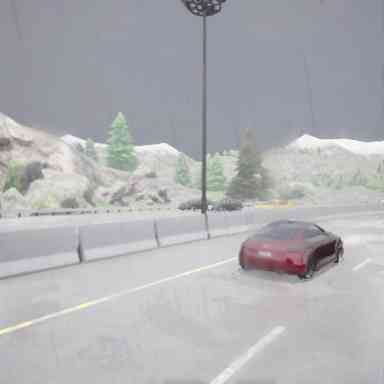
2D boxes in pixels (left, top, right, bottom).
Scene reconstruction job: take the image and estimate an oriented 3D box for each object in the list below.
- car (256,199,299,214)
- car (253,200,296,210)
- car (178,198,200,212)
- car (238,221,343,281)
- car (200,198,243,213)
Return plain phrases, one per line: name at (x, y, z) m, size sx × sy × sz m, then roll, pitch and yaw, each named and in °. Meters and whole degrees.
car at (9.726, 1.574, 37.607) m, size 5.357 × 1.411 × 2.033 m, roll 0°, pitch 0°, yaw -41°
car at (7.642, 1.497, 30.890) m, size 5.008 × 1.535 × 1.882 m, roll 0°, pitch 0°, yaw -44°
car at (0.558, 1.491, 38.621) m, size 4.892 × 1.490 × 1.837 m, roll 0°, pitch 0°, yaw -43°
car at (3.137, 1.572, 10.147) m, size 1.994 × 1.385 × 4.181 m, roll 0°, pitch 0°, yaw 38°
car at (3.640, 1.492, 36.730) m, size 4.902 × 1.511 × 2.128 m, roll 0°, pitch 0°, yaw -43°
